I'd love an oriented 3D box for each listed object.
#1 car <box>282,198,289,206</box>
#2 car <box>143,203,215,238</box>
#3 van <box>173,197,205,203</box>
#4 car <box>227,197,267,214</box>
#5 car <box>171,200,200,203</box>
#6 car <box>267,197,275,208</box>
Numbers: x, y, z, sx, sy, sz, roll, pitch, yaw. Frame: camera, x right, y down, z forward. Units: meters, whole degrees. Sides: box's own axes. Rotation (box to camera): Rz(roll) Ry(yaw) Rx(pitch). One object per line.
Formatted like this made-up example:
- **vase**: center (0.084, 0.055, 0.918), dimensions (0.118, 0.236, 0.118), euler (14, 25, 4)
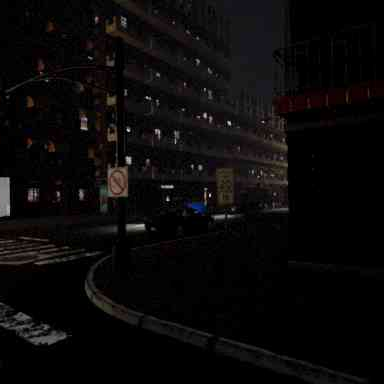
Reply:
- **car**: center (15.761, 1.495, 52.939), dimensions (1.752, 1.417, 4.829), euler (-1, -1, 36)
- **car**: center (-0.488, 1.435, 16.812), dimensions (2.008, 1.369, 4.403), euler (-1, -1, 36)
- **van**: center (-0.392, 1.365, 30.457), dimensions (1.690, 1.788, 3.998), euler (-1, -1, 36)
- **car**: center (5.427, 1.446, 34.321), dimensions (2.128, 1.511, 4.902), euler (-1, 0, 36)
- **car**: center (-1.628, 1.548, 24.506), dimensions (1.994, 1.385, 4.181), euler (-1, -1, 36)
- **car**: center (9.359, 1.430, 44.030), dimensions (1.967, 1.590, 4.097), euler (-1, -1, 36)
